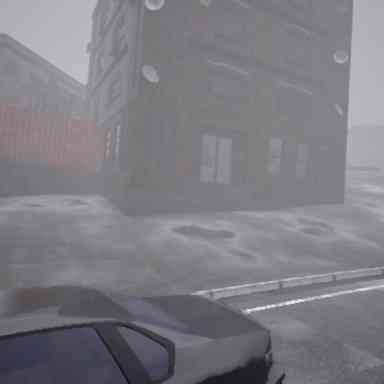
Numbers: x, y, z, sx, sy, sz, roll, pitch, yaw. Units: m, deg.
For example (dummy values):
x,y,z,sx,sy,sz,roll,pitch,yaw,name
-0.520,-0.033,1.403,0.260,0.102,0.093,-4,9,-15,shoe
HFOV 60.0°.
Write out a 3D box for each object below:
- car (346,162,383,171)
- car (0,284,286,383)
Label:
x,y,z,sx,sy,sz,roll,pitch,yaw,name
21.355,-2.916,41.776,4.553,1.767,2.185,3,-3,15,car
-1.676,1.547,2.415,5.357,1.411,2.033,1,-1,-34,car
